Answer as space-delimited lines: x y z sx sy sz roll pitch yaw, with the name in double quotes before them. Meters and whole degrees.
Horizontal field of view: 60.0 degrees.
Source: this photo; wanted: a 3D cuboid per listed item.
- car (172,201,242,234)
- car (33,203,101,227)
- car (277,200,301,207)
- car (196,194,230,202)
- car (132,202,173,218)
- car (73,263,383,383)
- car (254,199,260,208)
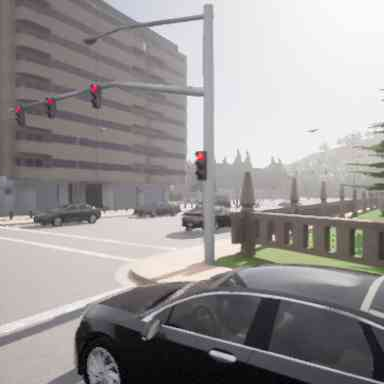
"car" 1.318 1.555 19.924 2.128 1.511 4.902 0 0 36
"car" -8.849 1.590 23.925 1.837 1.490 4.892 0 0 35
"car" 12.168 1.620 41.450 1.994 1.385 4.181 0 0 35
"car" 2.585 1.295 40.284 2.150 2.045 5.566 0 0 35
"car" -3.251 1.627 31.945 2.033 1.411 5.357 0 0 35
"car" 0.792 1.505 3.300 4.892 1.490 1.837 0 0 37
"car" 8.272 1.593 48.375 1.812 1.442 4.674 0 0 35
